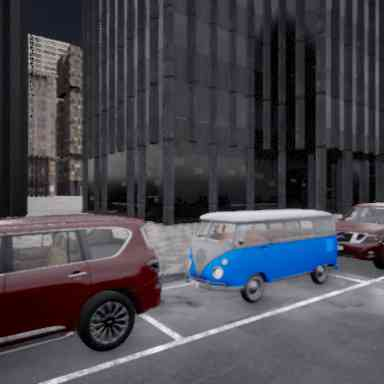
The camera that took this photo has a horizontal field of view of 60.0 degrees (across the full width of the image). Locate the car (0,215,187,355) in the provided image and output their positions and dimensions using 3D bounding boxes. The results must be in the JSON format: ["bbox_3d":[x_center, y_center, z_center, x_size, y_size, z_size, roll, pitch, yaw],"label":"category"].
[{"bbox_3d":[-2.794,1.314,4.653,5.009,1.841,2.192,0,0,-35],"label":"car"}]

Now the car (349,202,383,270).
[{"bbox_3d":[6.341,1.296,11.167,5.009,1.841,2.192,0,0,-35],"label":"car"}]

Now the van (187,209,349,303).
[{"bbox_3d":[1.773,1.331,7.910,3.998,1.788,1.690,0,0,-35],"label":"van"}]
